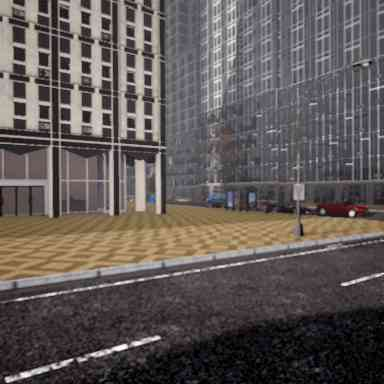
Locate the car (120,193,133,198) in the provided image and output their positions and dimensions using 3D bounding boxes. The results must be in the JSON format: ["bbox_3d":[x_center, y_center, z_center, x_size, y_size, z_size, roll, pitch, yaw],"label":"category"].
[{"bbox_3d":[-18.074,0.972,91.205,2.008,1.369,4.403,0,1,-34],"label":"car"}]

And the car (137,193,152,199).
[{"bbox_3d":[-11.652,0.968,81.824,1.967,1.590,4.097,0,1,-34],"label":"car"}]

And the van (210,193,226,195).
[{"bbox_3d":[4.401,1.133,58.374,1.690,1.788,3.998,0,1,-34],"label":"van"}]

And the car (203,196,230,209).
[{"bbox_3d":[3.861,1.533,44.234,1.947,1.339,4.313,0,1,-34],"label":"car"}]

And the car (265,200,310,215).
[{"bbox_3d":[10.220,1.635,34.810,1.947,1.339,4.313,0,1,-34],"label":"car"}]

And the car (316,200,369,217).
[{"bbox_3d":[14.799,1.560,32.910,1.882,1.535,5.008,-1,1,-34],"label":"car"}]

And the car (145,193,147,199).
[{"bbox_3d":[-8.441,0.896,77.134,2.192,1.841,5.009,0,1,-34],"label":"car"}]

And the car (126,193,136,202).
[{"bbox_3d":[-12.147,1.257,67.712,2.008,1.369,4.403,0,1,-34],"label":"car"}]

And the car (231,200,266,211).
[{"bbox_3d":[7.023,1.600,39.512,1.802,1.307,4.206,0,1,-34],"label":"car"}]

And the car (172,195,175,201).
[{"bbox_3d":[-5.231,1.216,72.446,1.802,1.307,4.206,0,1,-34],"label":"car"}]

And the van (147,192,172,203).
[{"bbox_3d":[-5.724,1.153,58.331,1.690,1.788,3.998,0,1,-34],"label":"van"}]

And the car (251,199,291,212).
[{"bbox_3d":[9.579,1.601,40.553,1.895,1.301,4.718,-1,1,-35],"label":"car"}]

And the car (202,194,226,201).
[{"bbox_3d":[3.934,1.474,48.805,1.994,1.385,4.181,-1,1,-34],"label":"car"}]

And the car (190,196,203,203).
[{"bbox_3d":[1.190,1.321,63.066,1.802,1.307,4.206,0,1,-34],"label":"car"}]
